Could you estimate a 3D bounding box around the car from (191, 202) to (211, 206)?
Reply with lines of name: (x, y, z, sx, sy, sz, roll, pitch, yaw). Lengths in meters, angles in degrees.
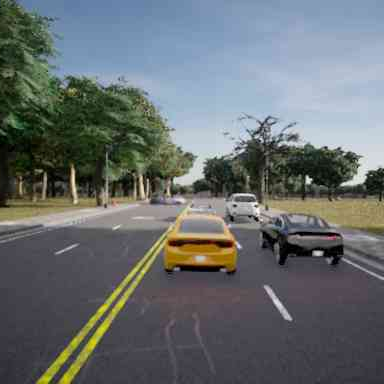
car: (0.717, 1.490, 26.590, 1.895, 1.301, 4.718, 1, 0, 2)

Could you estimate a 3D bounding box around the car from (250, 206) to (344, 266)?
car: (3.564, 1.491, 11.627, 2.128, 1.511, 4.902, 1, 0, 2)

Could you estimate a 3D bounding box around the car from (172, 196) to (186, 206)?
car: (-1.991, 1.316, 51.423, 1.812, 1.442, 4.674, 1, 0, 2)

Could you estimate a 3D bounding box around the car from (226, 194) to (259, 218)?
car: (3.980, 1.167, 26.721, 2.150, 2.045, 5.566, 1, 1, 2)

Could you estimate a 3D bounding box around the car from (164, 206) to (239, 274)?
car: (0.275, 1.430, 10.469, 1.882, 1.535, 5.008, 1, 0, 2)

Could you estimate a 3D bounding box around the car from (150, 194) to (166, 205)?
car: (-5.237, 1.088, 51.439, 2.097, 1.767, 4.553, 1, 0, 2)
